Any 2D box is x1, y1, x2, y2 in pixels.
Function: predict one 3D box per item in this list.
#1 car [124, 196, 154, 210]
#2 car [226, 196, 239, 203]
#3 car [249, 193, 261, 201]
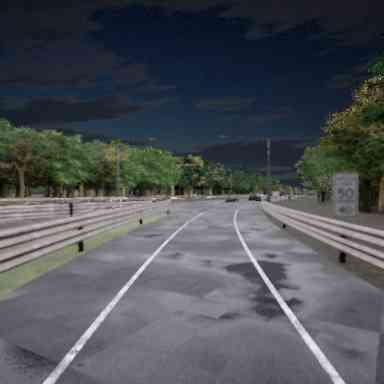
[{"bbox_3d":[-6.242,1.325,40.738,2.097,1.767,4.553,0,0,27],"label":"car"},{"bbox_3d":[8.711,1.598,71.059,1.837,1.490,4.892,0,0,25],"label":"car"},{"bbox_3d":[16.798,1.391,88.565,2.150,2.045,5.566,0,0,25],"label":"car"}]
